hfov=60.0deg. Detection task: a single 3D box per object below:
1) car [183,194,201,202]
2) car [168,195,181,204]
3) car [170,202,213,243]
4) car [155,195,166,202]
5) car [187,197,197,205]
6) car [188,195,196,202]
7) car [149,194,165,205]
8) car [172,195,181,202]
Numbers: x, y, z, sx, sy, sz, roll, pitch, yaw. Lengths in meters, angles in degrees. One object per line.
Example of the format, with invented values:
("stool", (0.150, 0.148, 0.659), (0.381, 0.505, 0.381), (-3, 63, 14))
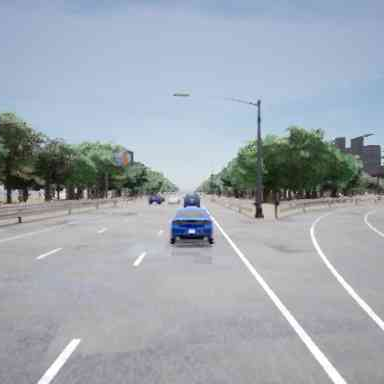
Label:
("car", (-0.001, 1.274, 44.271), (2.150, 2.045, 5.566), (0, 0, 0))
("car", (-3.501, 1.639, 64.057), (1.812, 1.442, 4.674), (0, 0, 0))
("car", (-0.004, 1.489, 16.300), (1.882, 1.535, 5.008), (0, 0, 0))
("car", (-7.002, 1.454, 74.064), (1.882, 1.535, 5.008), (0, 0, 0))
("car", (-0.002, 1.662, 64.890), (2.033, 1.411, 5.357), (0, 0, 0))
("car", (-0.002, 1.473, 74.480), (1.882, 1.535, 5.008), (0, 0, 0))
("car", (-7.001, 1.335, 63.673), (2.150, 2.045, 5.566), (0, 0, 0))
("car", (-3.502, 1.501, 74.064), (1.812, 1.442, 4.674), (0, 0, 0))
